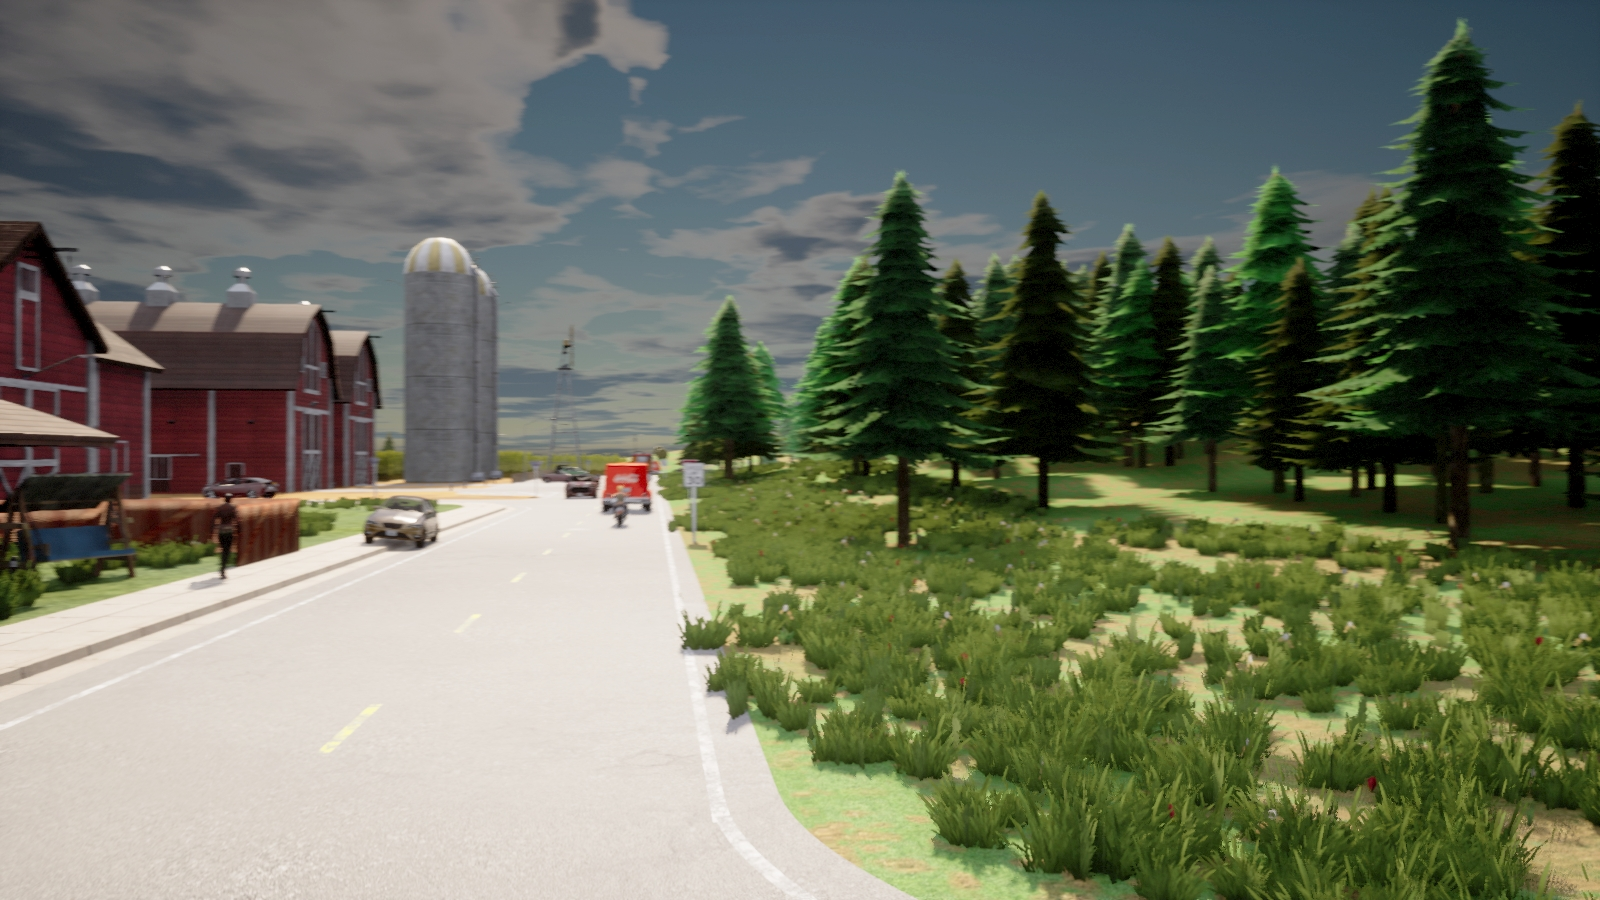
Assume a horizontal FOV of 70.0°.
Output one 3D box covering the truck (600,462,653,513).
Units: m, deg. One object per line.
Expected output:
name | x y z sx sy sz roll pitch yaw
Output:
truck | -9.051 1.910 60.026 2.627 2.467 5.204 0 0 -7

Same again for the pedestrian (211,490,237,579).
pedestrian | -12.124 1.772 24.048 0.375 1.860 0.375 0 0 -5
